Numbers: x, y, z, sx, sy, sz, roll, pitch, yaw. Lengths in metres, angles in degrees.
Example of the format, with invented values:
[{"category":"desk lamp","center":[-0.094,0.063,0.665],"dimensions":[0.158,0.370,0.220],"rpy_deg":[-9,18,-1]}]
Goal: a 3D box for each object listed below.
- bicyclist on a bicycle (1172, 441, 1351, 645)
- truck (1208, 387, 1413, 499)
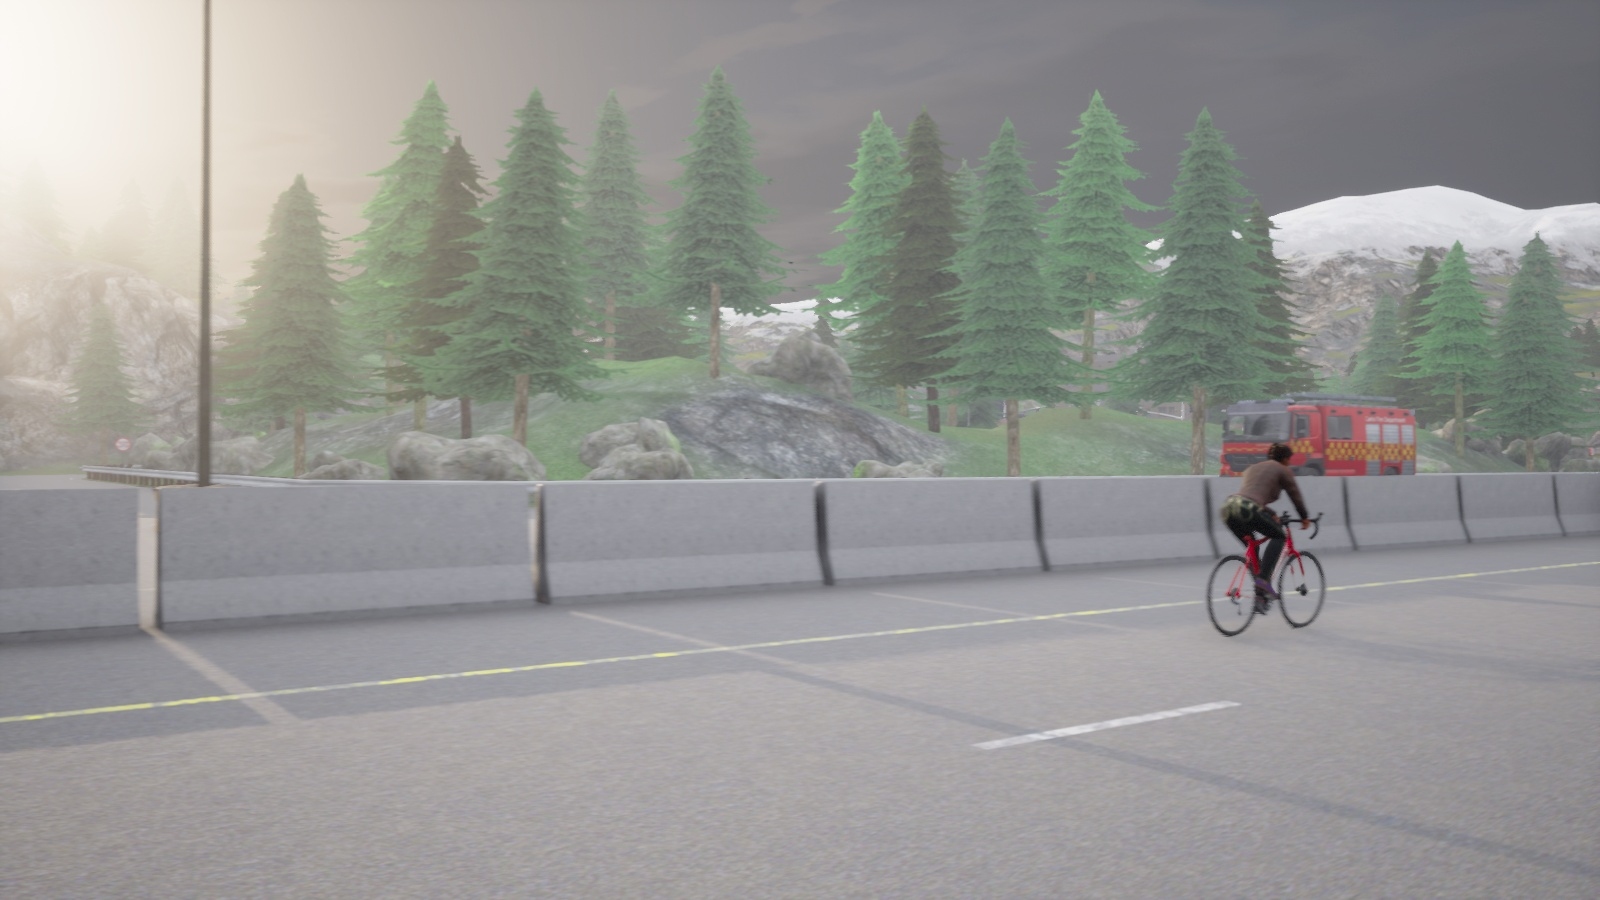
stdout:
[{"category":"bicyclist on a bicycle","center":[3.938,0.742,10.662],"dimensions":[1.656,1.620,0.582],"rpy_deg":[0,0,-35]},{"category":"truck","center":[19.068,-0.224,46.701],"dimensions":[8.468,3.827,2.891],"rpy_deg":[0,0,-35]}]
